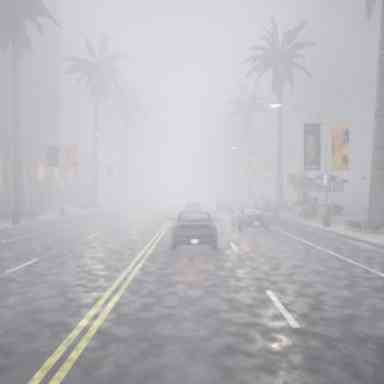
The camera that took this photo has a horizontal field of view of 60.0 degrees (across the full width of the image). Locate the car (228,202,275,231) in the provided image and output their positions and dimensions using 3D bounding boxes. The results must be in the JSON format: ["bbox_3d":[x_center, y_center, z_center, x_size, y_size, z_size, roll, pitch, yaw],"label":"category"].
[{"bbox_3d":[3.596,1.595,20.895,1.812,1.442,4.674,0,0,0],"label":"car"}]

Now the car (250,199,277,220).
[{"bbox_3d":[6.590,1.464,33.113,2.185,1.767,4.553,0,0,0],"label":"car"}]

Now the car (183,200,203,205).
[{"bbox_3d":[0.101,1.606,34.563,2.128,1.511,4.902,0,0,0],"label":"car"}]

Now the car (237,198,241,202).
[{"bbox_3d":[6.894,1.695,55.042,2.161,1.482,4.786,0,0,0],"label":"car"}]

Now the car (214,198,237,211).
[{"bbox_3d":[3.629,1.621,38.925,2.128,1.511,4.902,0,0,0],"label":"car"}]

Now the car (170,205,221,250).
[{"bbox_3d":[0.097,1.553,14.568,1.837,1.490,4.892,0,0,0],"label":"car"}]
